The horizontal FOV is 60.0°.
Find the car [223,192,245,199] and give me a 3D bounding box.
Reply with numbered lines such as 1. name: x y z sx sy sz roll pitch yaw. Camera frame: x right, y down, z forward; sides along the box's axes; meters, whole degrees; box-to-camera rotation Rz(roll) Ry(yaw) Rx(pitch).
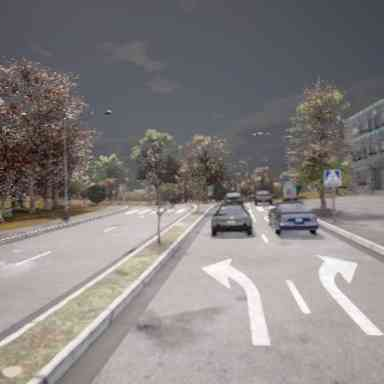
1. car: 4.199 0.781 33.206 1.837 1.490 4.892 -2 1 9

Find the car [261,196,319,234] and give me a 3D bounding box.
1. car: 4.845 1.159 16.526 2.033 1.411 5.357 -2 1 8

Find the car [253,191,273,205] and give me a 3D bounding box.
1. car: 7.655 0.596 35.942 2.128 1.511 4.902 -2 0 10

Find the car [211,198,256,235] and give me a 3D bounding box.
1. car: 2.023 1.275 17.018 1.994 1.385 4.181 -2 1 7
